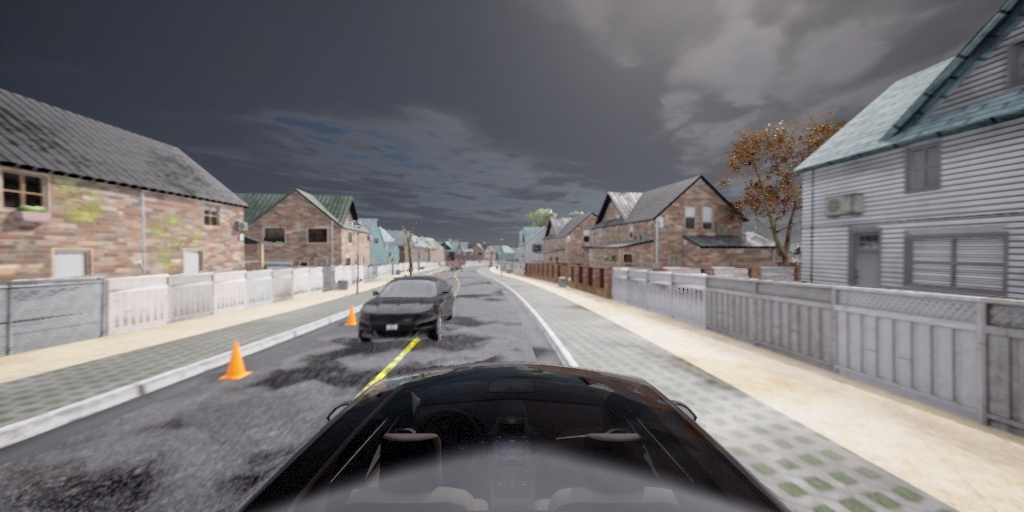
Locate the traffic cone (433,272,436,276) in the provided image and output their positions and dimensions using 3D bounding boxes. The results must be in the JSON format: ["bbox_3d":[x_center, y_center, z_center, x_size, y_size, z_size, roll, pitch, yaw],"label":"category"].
[{"bbox_3d":[-7.873,2.067,35.565,0.340,0.580,0.340,0,0,-10],"label":"traffic cone"}]

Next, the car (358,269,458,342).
[{"bbox_3d":[-2.768,1.315,10.346,1.882,1.535,5.008,0,-1,-3],"label":"car"}]

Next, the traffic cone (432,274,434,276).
[{"bbox_3d":[-7.044,2.013,30.694,0.340,0.580,0.340,0,0,-9],"label":"traffic cone"}]

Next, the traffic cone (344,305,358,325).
[{"bbox_3d":[-4.931,1.805,11.051,0.340,0.580,0.340,0,0,-3],"label":"traffic cone"}]

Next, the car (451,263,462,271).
[{"bbox_3d":[-9.842,1.953,63.835,1.994,1.385,4.181,0,-1,-7],"label":"car"}]

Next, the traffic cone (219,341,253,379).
[{"bbox_3d":[-4.705,1.754,6.116,0.340,0.580,0.340,0,0,-2],"label":"traffic cone"}]

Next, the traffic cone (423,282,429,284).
[{"bbox_3d":[-6.336,1.960,25.804,0.340,0.580,0.340,0,0,-8],"label":"traffic cone"}]

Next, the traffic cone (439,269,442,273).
[{"bbox_3d":[-10.447,2.221,50.455,0.340,0.580,0.340,0,0,-8],"label":"traffic cone"}]

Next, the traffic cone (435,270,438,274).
[{"bbox_3d":[-8.813,2.120,40.462,0.340,0.580,0.340,0,0,-11],"label":"traffic cone"}]
